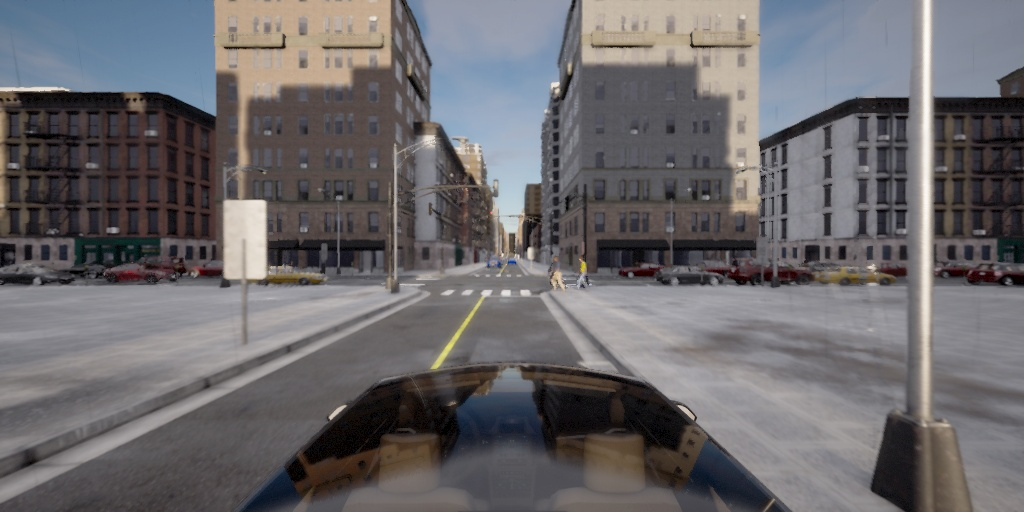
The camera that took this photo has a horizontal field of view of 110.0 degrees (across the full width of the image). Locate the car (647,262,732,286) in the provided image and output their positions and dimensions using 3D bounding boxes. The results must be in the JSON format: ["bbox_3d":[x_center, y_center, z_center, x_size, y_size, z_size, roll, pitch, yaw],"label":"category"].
[{"bbox_3d":[11.765,1.308,23.995,4.403,1.370,2.007,0,0,0],"label":"car"}]

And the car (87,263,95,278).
[{"bbox_3d":[-37.720,1.270,32.067,4.313,1.339,1.948,0,0,0],"label":"car"}]

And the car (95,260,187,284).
[{"bbox_3d":[-27.353,1.261,26.564,4.674,1.442,1.812,0,0,0],"label":"car"}]

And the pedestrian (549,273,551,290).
[{"bbox_3d":[2.282,0.879,18.802,0.375,1.860,0.375,0,0,0],"label":"pedestrian"}]

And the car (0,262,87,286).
[{"bbox_3d":[-32.066,1.300,24.037,4.403,1.370,2.007,0,0,0],"label":"car"}]

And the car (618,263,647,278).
[{"bbox_3d":[11.773,1.258,32.020,4.507,1.381,1.888,0,0,0],"label":"car"}]

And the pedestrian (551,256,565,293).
[{"bbox_3d":[2.270,0.879,17.602,0.375,1.860,0.375,0,0,0],"label":"pedestrian"}]

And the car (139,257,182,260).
[{"bbox_3d":[-32.058,1.019,32.062,5.009,1.841,2.192,0,0,0],"label":"car"}]

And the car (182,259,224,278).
[{"bbox_3d":[-26.396,1.145,32.056,4.097,1.591,1.967,0,0,0],"label":"car"}]

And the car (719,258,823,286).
[{"bbox_3d":[17.174,1.073,23.990,5.009,1.841,2.192,0,0,0],"label":"car"}]

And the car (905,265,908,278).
[{"bbox_3d":[33.410,1.264,31.999,4.507,1.381,1.888,0,0,0],"label":"car"}]

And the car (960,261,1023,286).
[{"bbox_3d":[33.402,1.203,23.974,4.097,1.591,1.967,0,0,0],"label":"car"}]

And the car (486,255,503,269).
[{"bbox_3d":[-2.789,0.940,56.372,2.150,2.045,5.566,0,0,1],"label":"car"}]

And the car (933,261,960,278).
[{"bbox_3d":[38.820,1.160,31.994,4.097,1.591,1.967,0,0,0],"label":"car"}]

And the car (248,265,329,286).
[{"bbox_3d":[-14.911,1.277,24.020,4.829,1.417,1.751,0,0,0],"label":"car"}]

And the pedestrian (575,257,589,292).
[{"bbox_3d":[3.551,0.880,18.202,0.375,1.860,0.375,0,0,0],"label":"pedestrian"}]

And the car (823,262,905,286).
[{"bbox_3d":[22.754,1.285,23.984,4.829,1.417,1.751,0,0,0],"label":"car"}]
